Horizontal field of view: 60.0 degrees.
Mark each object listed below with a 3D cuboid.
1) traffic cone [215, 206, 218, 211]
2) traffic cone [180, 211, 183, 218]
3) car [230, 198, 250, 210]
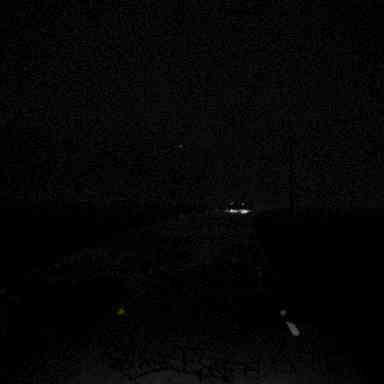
[{"bbox_3d":[3.217,2.155,43.698,0.340,0.580,0.340,-1,-1,19],"label":"traffic cone"},{"bbox_3d":[-0.904,1.961,28.971,0.340,0.580,0.340,0,-1,13],"label":"traffic cone"},{"bbox_3d":[6.935,1.620,47.501,2.097,1.767,4.553,-1,-1,21],"label":"car"}]
